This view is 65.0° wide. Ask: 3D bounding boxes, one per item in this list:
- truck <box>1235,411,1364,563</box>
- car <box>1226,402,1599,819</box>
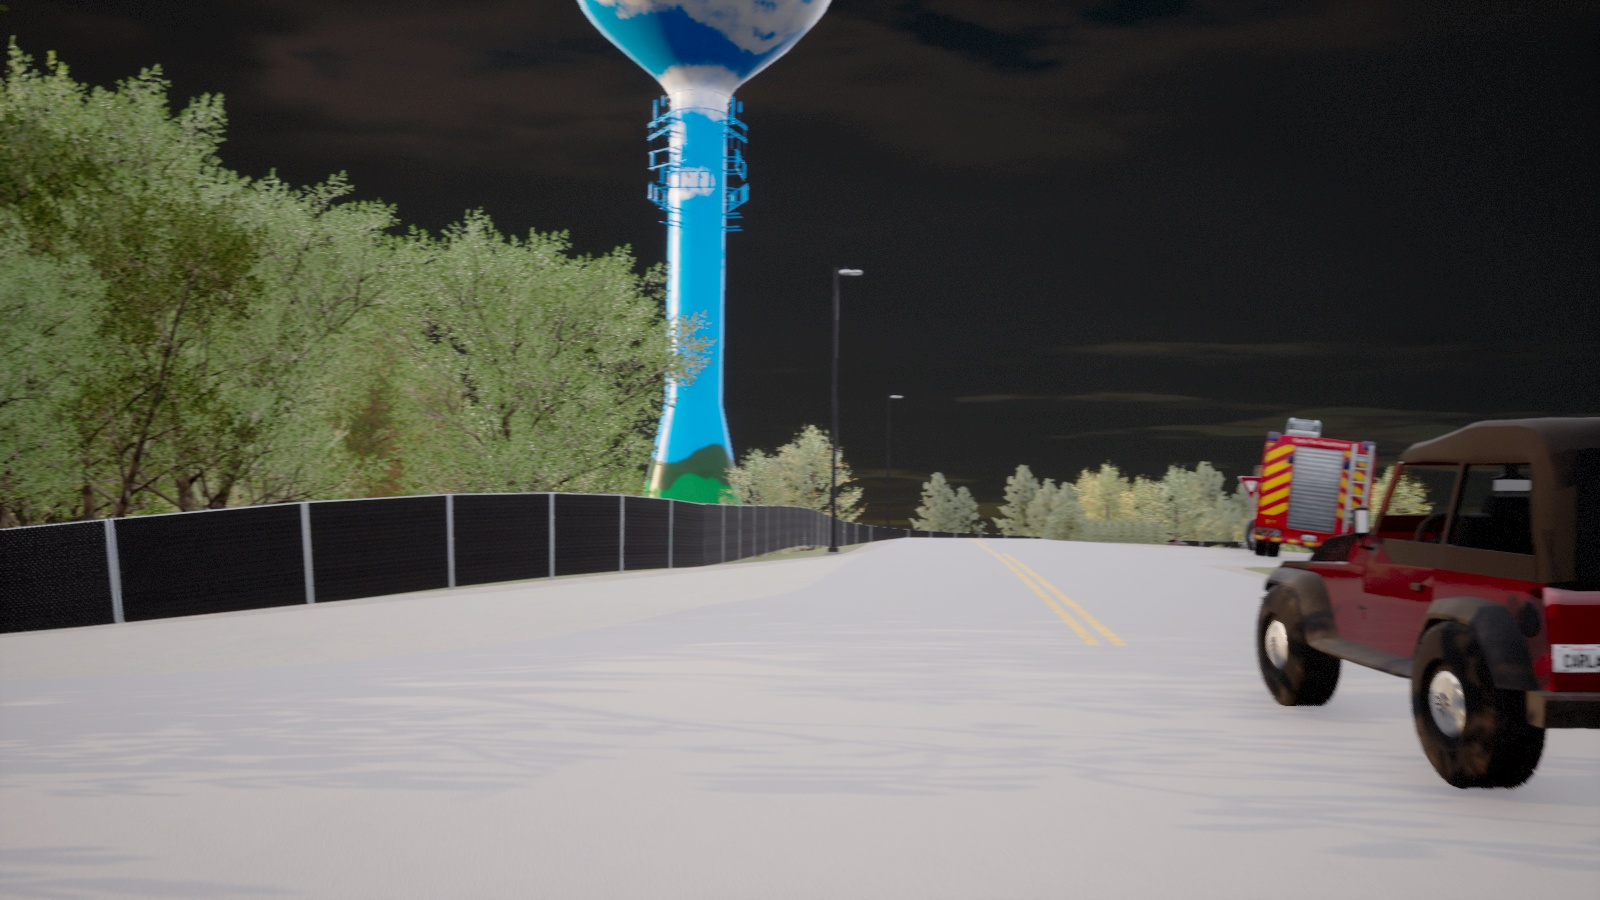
[{"bbox_3d":[15.025,1.263,38.149,2.891,3.827,8.468,6,-2,20],"label":"truck"},{"bbox_3d":[4.205,0.766,7.621,1.905,1.878,3.866,0,-1,0],"label":"car"}]
